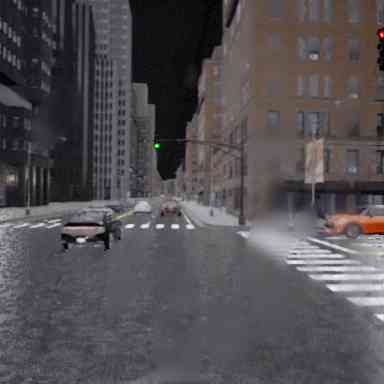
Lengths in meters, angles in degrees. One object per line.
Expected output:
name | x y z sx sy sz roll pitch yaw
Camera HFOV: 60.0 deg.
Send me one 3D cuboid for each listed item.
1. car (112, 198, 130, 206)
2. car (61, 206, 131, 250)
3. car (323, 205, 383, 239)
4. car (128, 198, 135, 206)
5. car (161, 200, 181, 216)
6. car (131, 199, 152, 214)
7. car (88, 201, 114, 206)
car | -9.206 1.813 39.985 2.033 1.411 5.357 1 -1 -3
car | -4.204 1.563 14.595 2.128 1.511 4.902 0 0 -4
car | 9.577 1.516 18.058 4.553 1.767 2.097 0 0 -3
car | -10.014 1.743 53.761 2.097 1.767 4.553 1 -1 -3
car | -2.323 1.668 36.859 2.097 1.767 4.553 1 -1 -4
car | -5.707 1.824 39.091 1.812 1.442 4.674 1 -1 -3
car | -8.567 1.775 29.655 1.895 1.301 4.718 1 -1 -4
